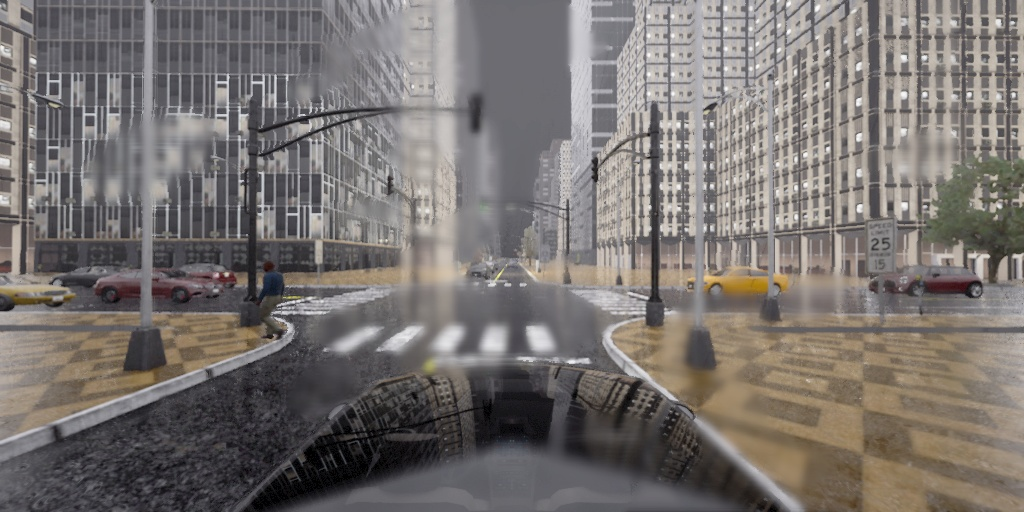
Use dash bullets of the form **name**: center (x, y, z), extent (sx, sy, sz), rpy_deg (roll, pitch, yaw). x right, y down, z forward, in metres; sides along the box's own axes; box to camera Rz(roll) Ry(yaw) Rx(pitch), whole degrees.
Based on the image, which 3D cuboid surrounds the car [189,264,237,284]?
- **car**: center (-19.178, 1.197, 21.619), extent (4.097, 1.591, 1.967), rpy_deg (0, 0, -1)

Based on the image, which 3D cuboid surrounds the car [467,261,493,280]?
- **car**: center (-3.044, 1.389, 33.339), extent (1.837, 1.490, 4.892), rpy_deg (0, 0, 0)

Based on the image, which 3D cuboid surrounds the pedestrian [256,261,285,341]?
- **pedestrian**: center (-5.292, 0.918, 7.951), extent (0.375, 1.860, 0.375), rpy_deg (0, 0, 0)

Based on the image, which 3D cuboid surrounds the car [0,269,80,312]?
- **car**: center (-18.881, 1.213, 12.983), extent (4.829, 1.417, 1.751), rpy_deg (0, 0, -1)

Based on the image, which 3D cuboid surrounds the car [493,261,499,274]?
- **car**: center (-3.026, 1.420, 43.809), extent (2.128, 1.511, 4.902), rpy_deg (0, 0, 0)

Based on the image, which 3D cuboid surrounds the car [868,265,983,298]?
- **car**: center (22.355, 1.293, 19.514), extent (4.553, 1.767, 2.097), rpy_deg (0, 0, -1)

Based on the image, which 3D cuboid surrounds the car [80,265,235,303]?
- **car**: center (-15.384, 1.257, 15.764), extent (4.674, 1.442, 1.812), rpy_deg (0, 0, -2)

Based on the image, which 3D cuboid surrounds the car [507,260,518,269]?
- **car**: center (0.100, 1.555, 63.387), extent (2.033, 1.411, 5.357), rpy_deg (0, 0, 0)

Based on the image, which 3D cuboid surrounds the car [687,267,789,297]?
- **car**: center (12.082, 1.373, 19.357), extent (5.008, 1.535, 1.882), rpy_deg (0, 0, -2)
